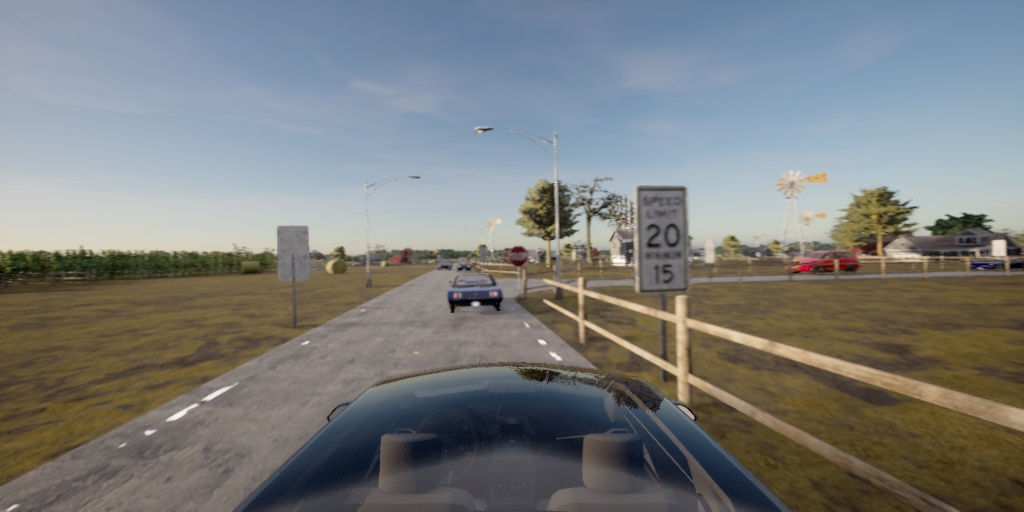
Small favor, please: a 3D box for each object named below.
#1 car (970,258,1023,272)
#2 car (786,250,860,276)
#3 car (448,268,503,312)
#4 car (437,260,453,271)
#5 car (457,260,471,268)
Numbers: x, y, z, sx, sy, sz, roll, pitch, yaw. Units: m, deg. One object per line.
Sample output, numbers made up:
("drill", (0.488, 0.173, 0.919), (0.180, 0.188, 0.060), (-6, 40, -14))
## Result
("car", (45.183, 0.801, 33.312), (4.718, 1.301, 1.895), (0, 0, -8))
("car", (26.585, 0.561, 30.690), (5.566, 2.045, 2.150), (-1, 0, -8))
("car", (-1.529, 1.327, 14.221), (1.895, 1.301, 4.718), (-2, 0, -8))
("car", (-10.585, 1.381, 56.357), (2.097, 1.767, 4.553), (-2, 0, -8))
("car", (-6.629, 1.486, 49.347), (1.895, 1.301, 4.718), (-2, 0, -8))
